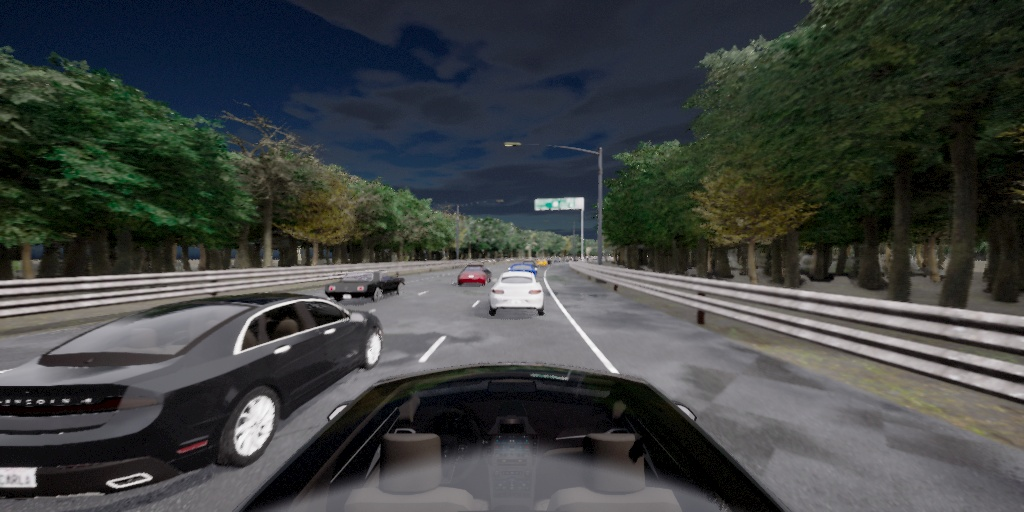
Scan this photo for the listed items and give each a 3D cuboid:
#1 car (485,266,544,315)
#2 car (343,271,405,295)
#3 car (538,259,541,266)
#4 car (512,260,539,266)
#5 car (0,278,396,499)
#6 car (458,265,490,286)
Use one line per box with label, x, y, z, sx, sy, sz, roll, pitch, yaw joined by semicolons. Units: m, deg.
car;0.208;1.295;13.587;1.812;1.442;4.674;0;0;2
car;-6.615;1.358;16.805;1.895;1.301;4.718;0;0;2
car;1.973;1.303;40.719;1.837;1.490;4.892;0;0;6
car;0.728;1.260;25.063;1.882;1.535;5.008;0;0;3
car;-3.374;1.254;4.874;1.837;1.490;4.892;0;0;1
car;-2.609;1.339;25.981;1.994;1.385;4.181;0;0;4
